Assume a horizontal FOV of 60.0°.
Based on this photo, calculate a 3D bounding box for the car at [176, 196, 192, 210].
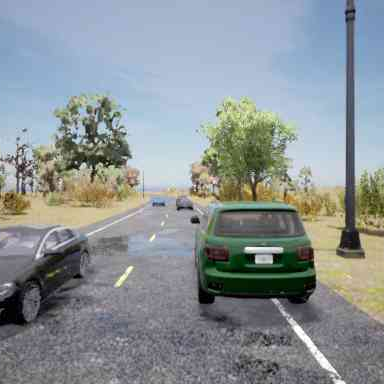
[{"bbox_3d":[-0.903,1.528,41.609,1.994,1.385,4.181,0,0,-2],"label":"car"}]

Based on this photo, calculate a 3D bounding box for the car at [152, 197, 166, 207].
[{"bbox_3d":[-5.025,1.430,50.217,1.882,1.535,5.008,0,0,-3],"label":"car"}]

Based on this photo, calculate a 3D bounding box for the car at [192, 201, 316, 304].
[{"bbox_3d":[1.183,1.222,8.271,2.150,2.045,5.566,0,0,-1],"label":"car"}]

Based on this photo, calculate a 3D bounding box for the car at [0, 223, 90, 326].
[{"bbox_3d":[-3.651,1.490,7.152,2.128,1.511,4.902,0,0,-1],"label":"car"}]
